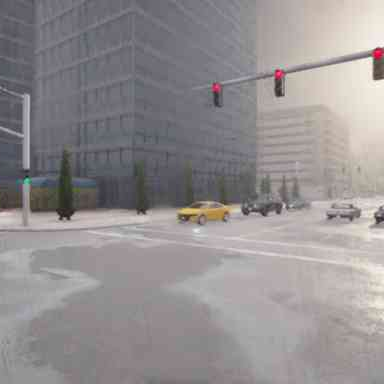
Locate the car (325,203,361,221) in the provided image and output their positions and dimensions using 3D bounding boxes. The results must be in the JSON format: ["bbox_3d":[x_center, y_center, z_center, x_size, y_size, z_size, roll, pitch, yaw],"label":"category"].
[{"bbox_3d":[12.443,1.570,27.118,1.895,1.301,4.718,0,0,36],"label":"car"}]

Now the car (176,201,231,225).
[{"bbox_3d":[0.883,1.407,23.479,1.882,1.535,5.008,0,0,36],"label":"car"}]

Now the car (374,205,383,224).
[{"bbox_3d":[14.511,1.589,24.016,1.895,1.301,4.718,0,0,36],"label":"car"}]

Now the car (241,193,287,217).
[{"bbox_3d":[6.719,1.151,31.477,2.150,2.045,5.566,0,0,36],"label":"car"}]

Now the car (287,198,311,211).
[{"bbox_3d":[12.689,1.421,39.662,2.128,1.511,4.902,0,0,36],"label":"car"}]
